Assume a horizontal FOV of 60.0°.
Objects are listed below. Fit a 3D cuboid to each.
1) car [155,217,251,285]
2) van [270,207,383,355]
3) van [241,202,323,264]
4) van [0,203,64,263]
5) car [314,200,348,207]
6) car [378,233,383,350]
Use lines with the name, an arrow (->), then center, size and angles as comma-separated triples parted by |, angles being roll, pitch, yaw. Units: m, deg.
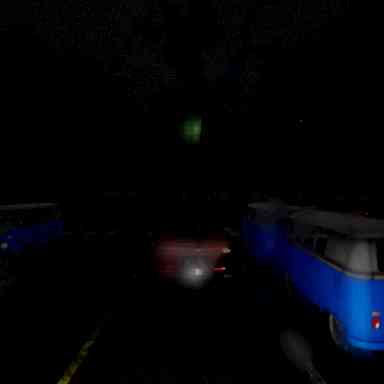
car -> 0.086, 1.442, 9.298 | 2.128, 1.511, 4.902 | 0, 0, 0
van -> 2.752, 1.309, 5.868 | 1.690, 1.788, 3.998 | 0, 0, 0
van -> 2.742, 1.280, 11.306 | 1.690, 1.788, 3.998 | 0, 0, 0
van -> -5.783, 1.280, 11.292 | 1.690, 1.788, 3.998 | 0, 0, 0
car -> 9.461, 1.457, 22.018 | 4.553, 1.767, 2.097 | 1, 1, -6
car -> 2.761, 1.312, 0.431 | 2.192, 1.841, 5.009 | 0, 0, 0
